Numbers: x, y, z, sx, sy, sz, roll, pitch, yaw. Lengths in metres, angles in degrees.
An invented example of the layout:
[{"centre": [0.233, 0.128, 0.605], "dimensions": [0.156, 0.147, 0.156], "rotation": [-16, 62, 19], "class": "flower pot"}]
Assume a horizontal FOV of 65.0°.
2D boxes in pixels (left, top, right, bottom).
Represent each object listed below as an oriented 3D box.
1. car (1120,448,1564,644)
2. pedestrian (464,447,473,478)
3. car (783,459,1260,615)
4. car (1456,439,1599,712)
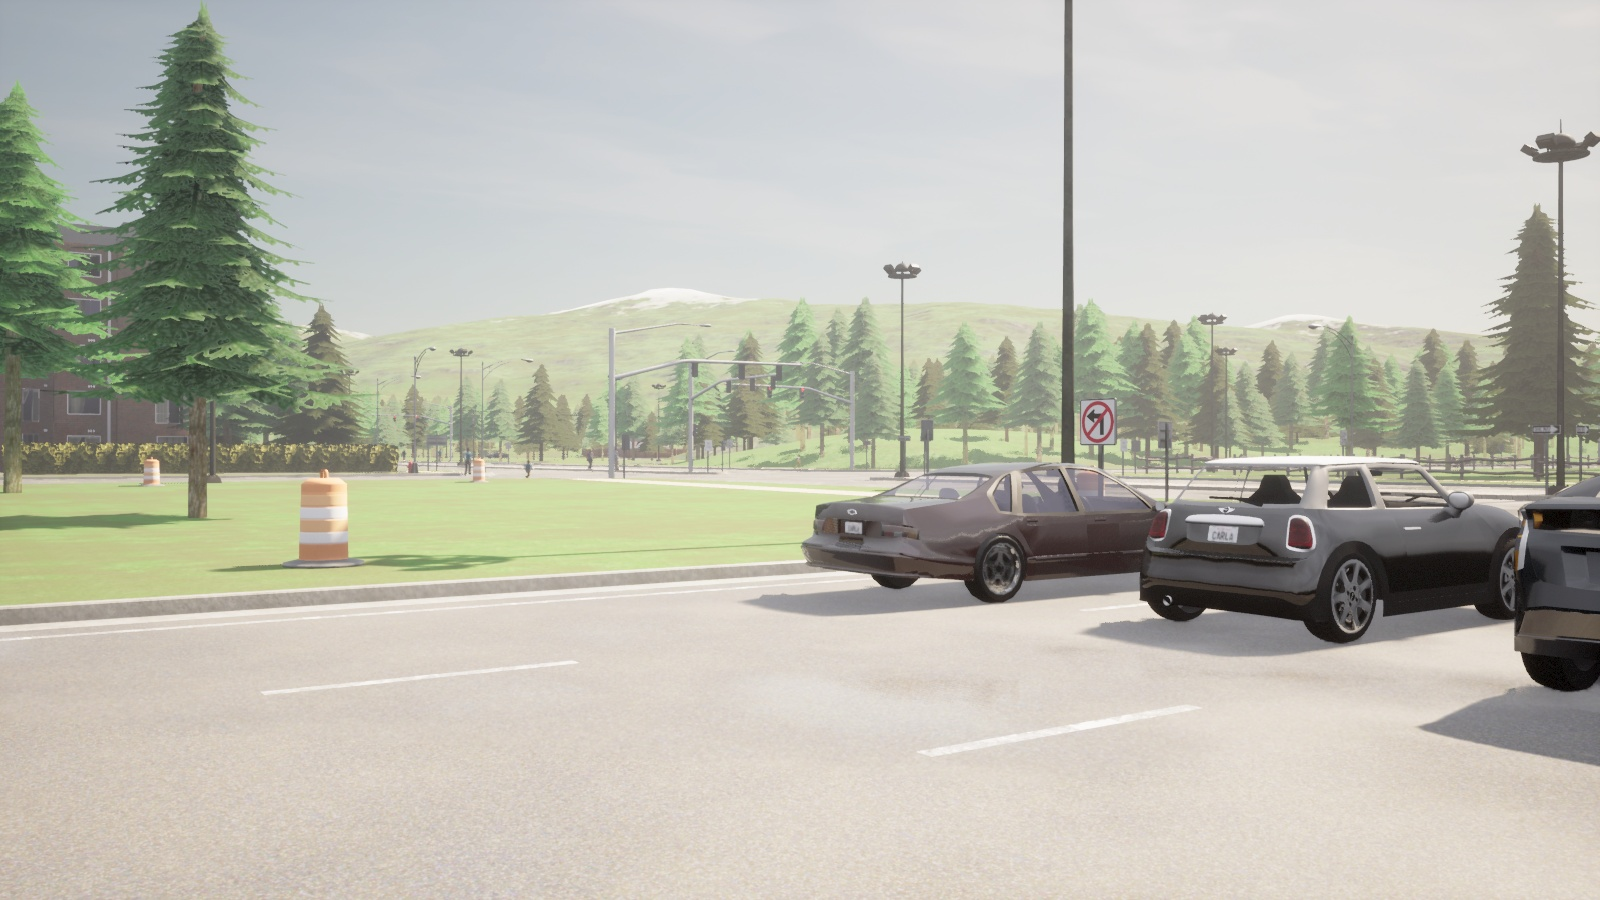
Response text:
[{"centre": [4.955, 0.728, 11.371], "dimensions": [3.806, 1.475, 1.970], "rotation": [0, 0, -35], "class": "car"}, {"centre": [-20.726, 0.771, 78.534], "dimensions": [0.396, 1.930, 0.692], "rotation": [0, 0, -32], "class": "pedestrian"}, {"centre": [2.600, 0.821, 13.997], "dimensions": [5.357, 1.411, 2.033], "rotation": [0, 0, -35], "class": "car"}, {"centre": [6.432, 0.698, 8.136], "dimensions": [4.514, 1.525, 2.007], "rotation": [0, 0, -35], "class": "car"}]
